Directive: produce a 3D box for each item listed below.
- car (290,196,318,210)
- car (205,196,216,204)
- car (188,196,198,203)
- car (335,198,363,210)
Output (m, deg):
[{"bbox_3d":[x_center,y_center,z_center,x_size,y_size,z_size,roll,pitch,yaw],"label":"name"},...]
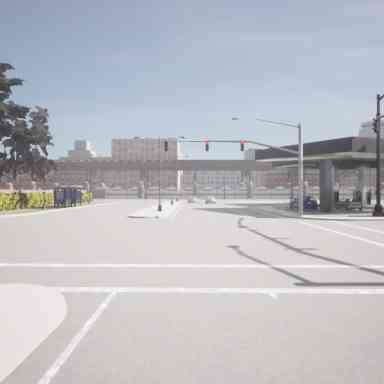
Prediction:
[{"bbox_3d":[13.265,1.295,39.698,2.242,1.667,4.611,0,0,0],"label":"car"},{"bbox_3d":[3.588,1.525,64.386,1.812,1.442,4.674,0,0,0],"label":"car"},{"bbox_3d":[0.195,1.525,66.171,1.812,1.442,4.674,0,0,0],"label":"car"},{"bbox_3d":[19.011,1.456,40.452,1.970,1.475,3.806,0,0,0],"label":"car"}]
